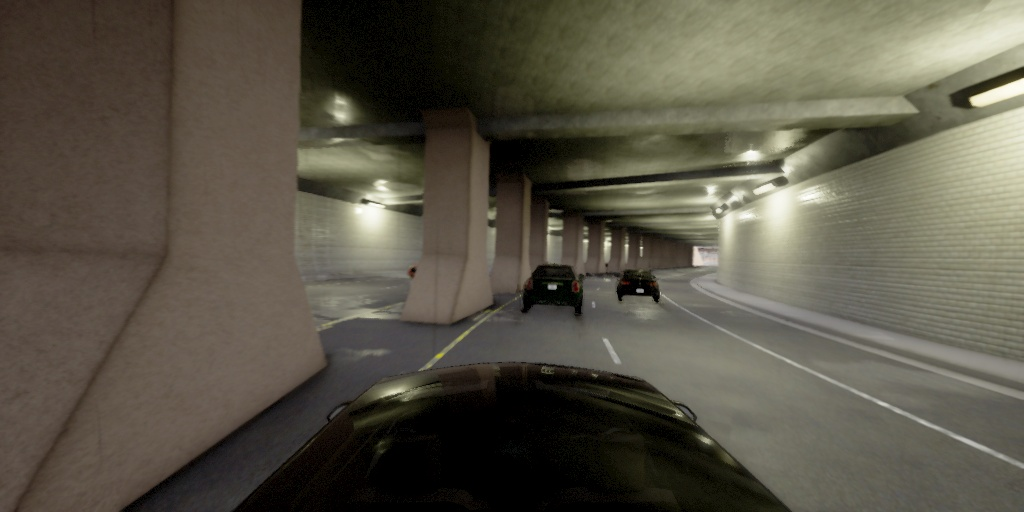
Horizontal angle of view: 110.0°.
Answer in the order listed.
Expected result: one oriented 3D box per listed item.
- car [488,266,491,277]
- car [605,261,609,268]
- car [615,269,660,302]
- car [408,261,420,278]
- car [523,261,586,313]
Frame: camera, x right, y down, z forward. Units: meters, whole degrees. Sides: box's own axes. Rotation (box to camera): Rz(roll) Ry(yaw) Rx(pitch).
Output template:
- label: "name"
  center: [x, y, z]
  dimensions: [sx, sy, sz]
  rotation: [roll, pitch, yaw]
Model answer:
- label: "car"
  center: [-2.918, 1.034, 24.759]
  dimensions: [1.812, 1.442, 4.674]
  rotation: [2, 0, 18]
- label: "car"
  center: [16.612, 1.487, 60.566]
  dimensions: [1.895, 1.301, 4.718]
  rotation: [2, 0, 34]
- label: "car"
  center: [6.150, 1.363, 17.853]
  dimensions: [1.812, 1.442, 4.674]
  rotation: [2, 0, 14]
- label: "car"
  center: [-5.819, 0.756, 26.986]
  dimensions: [2.097, 1.767, 4.553]
  rotation: [2, 0, 19]
- label: "car"
  center: [1.767, 1.075, 14.316]
  dimensions: [2.097, 1.767, 4.553]
  rotation: [2, 0, 11]
